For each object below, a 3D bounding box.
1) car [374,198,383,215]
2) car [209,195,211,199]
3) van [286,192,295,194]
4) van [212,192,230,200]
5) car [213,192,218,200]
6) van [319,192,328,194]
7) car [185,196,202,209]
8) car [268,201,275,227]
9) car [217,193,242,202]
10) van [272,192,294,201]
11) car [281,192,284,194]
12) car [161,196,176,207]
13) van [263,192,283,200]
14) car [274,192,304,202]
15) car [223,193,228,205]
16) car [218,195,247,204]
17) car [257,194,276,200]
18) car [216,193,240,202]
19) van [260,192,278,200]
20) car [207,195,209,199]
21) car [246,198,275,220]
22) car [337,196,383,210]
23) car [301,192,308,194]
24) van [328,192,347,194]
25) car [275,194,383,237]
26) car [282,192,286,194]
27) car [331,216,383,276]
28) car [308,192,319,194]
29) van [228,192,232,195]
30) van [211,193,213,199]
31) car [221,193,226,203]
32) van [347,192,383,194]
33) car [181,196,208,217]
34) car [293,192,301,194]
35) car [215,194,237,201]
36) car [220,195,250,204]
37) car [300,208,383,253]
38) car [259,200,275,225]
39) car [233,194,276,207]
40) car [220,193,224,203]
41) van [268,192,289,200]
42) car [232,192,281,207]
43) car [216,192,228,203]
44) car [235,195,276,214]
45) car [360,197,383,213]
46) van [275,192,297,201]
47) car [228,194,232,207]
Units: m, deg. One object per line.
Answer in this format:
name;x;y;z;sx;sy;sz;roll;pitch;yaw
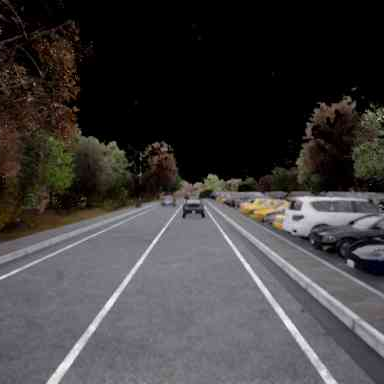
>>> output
car;20.102;1.334;31.341;4.792;1.488;2.163;0;1;1
car;7.426;0.956;78.561;5.566;2.045;2.435;0;0;0
van;20.451;1.004;61.803;4.442;1.987;1.878;0;0;0
van;7.329;1.046;84.098;4.442;1.987;1.878;0;-1;0
car;7.070;1.235;61.907;5.366;1.575;1.946;0;0;0
van;20.074;1.034;45.059;4.442;1.987;1.878;0;0;1
car;0.207;1.277;43.375;2.128;1.511;4.902;0;0;0
car;7.060;1.448;17.498;5.366;1.575;1.946;0;1;0
car;7.248;1.107;64.681;4.553;1.767;2.185;0;0;0
van;20.569;0.979;75.528;4.442;1.987;1.878;0;0;1
car;20.375;1.220;67.219;5.008;1.535;2.097;0;0;1
car;-3.218;1.270;45.808;2.128;1.511;4.902;0;0;0
van;20.406;1.036;83.824;4.442;1.987;1.878;0;-1;1
car;20.377;0.963;70.114;5.566;2.045;2.435;0;0;0
car;7.083;1.297;45.249;4.792;1.488;2.163;0;0;0
car;7.225;1.244;59.129;4.892;1.521;2.231;0;0;0
car;20.589;1.381;92.128;4.892;1.521;2.231;0;-1;0
car;7.271;1.102;67.457;4.553;1.767;2.185;0;0;0
van;20.688;1.114;89.361;4.442;1.987;1.878;0;-1;0
car;7.546;1.430;95.197;5.008;1.535;2.097;0;-1;0
car;6.736;1.390;23.053;5.366;1.575;1.946;0;1;0
car;20.148;1.269;39.518;5.008;1.535;2.097;0;0;1
car;20.210;0.998;50.597;5.566;2.045;2.435;0;0;0
van;20.283;1.039;42.286;4.442;1.987;1.878;0;0;1
car;6.879;1.229;14.720;5.566;2.045;2.435;0;1;0
car;20.355;1.265;64.448;4.674;1.452;2.002;0;0;0
car;6.773;1.568;9.172;4.792;1.488;2.163;0;1;0
car;20.186;1.003;47.827;5.566;2.045;2.435;0;0;0
van;7.205;1.047;42.471;4.442;1.987;1.878;0;0;0
van;7.257;0.987;75.786;4.442;1.987;1.878;0;0;0
car;7.107;1.292;48.025;4.792;1.488;2.163;0;0;0
van;20.011;1.052;36.732;4.442;1.987;1.878;0;0;0
car;0.143;1.347;29.152;1.837;1.490;4.892;0;1;0
car;20.280;1.240;56.139;5.008;1.535;2.097;0;0;1
car;7.353;1.258;73.010;4.674;1.452;2.002;0;0;0
car;7.214;1.249;56.353;4.892;1.521;2.231;0;0;0
car;6.832;1.509;11.947;5.008;1.535;2.097;0;1;0
car;6.904;1.423;20.276;4.892;1.521;2.231;0;1;0
car;7.011;1.297;34.144;4.892;1.521;2.231;0;0;0
car;7.131;1.287;50.801;4.792;1.488;2.163;0;0;0
van;20.361;0.974;78.433;4.442;1.987;1.878;0;0;0
car;7.072;1.159;36.922;4.553;1.767;2.185;0;0;0
car;6.998;1.250;53.579;5.366;1.575;1.946;0;0;0
car;6.785;1.333;28.725;5.366;1.575;1.946;0;1;0
car;20.125;1.318;33.980;4.792;1.488;2.163;0;0;1
van;20.546;0.984;72.883;4.442;1.987;1.878;0;0;0
car;7.094;1.307;39.696;4.792;1.488;2.163;0;0;1
